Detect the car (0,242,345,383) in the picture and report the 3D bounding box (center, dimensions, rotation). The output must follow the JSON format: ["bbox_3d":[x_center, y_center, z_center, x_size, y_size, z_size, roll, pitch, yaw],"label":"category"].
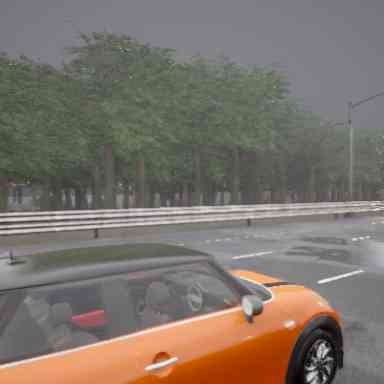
[{"bbox_3d":[-0.358,1.352,3.614,4.553,1.767,2.097,0,0,-36],"label":"car"}]
